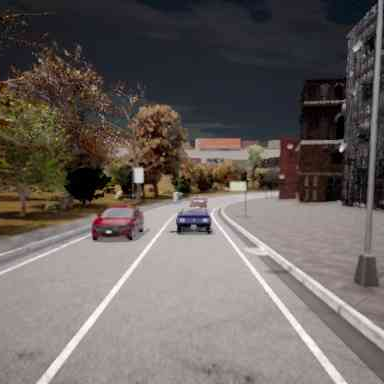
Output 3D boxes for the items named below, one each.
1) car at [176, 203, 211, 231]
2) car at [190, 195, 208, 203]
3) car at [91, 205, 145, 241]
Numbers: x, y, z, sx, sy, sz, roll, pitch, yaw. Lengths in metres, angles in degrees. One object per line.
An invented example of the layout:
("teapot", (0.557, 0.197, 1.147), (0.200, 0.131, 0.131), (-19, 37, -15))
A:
("car", (0.105, 1.549, 19.722), (1.895, 1.301, 4.718), (0, -1, 0))
("car", (0.844, 1.434, 37.600), (1.812, 1.442, 4.674), (1, 1, 5))
("car", (-3.581, 1.445, 16.832), (1.882, 1.535, 5.008), (0, 0, 0))
